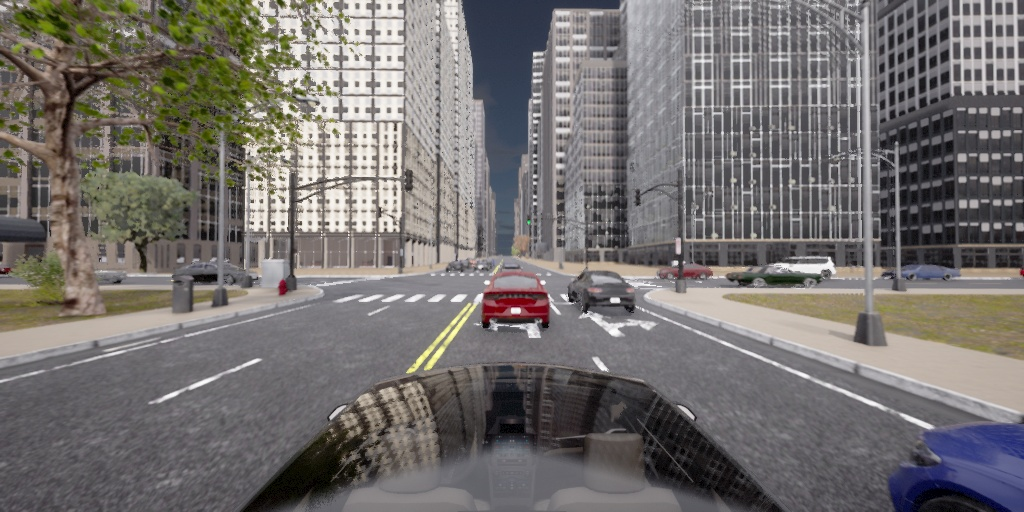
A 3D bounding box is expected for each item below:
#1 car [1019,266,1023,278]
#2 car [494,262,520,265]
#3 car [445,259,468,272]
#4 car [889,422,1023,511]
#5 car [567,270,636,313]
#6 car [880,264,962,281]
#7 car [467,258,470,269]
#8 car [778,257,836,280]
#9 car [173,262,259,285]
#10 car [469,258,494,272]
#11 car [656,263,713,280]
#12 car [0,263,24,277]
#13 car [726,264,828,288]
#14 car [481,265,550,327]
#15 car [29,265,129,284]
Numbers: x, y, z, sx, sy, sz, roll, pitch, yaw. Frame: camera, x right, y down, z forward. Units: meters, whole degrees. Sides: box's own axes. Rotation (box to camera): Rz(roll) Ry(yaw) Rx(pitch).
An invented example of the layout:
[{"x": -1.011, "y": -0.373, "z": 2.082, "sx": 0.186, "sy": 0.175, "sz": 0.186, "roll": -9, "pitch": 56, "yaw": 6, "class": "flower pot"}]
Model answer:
[{"x": 47.833, "y": 1.096, "z": 30.977, "sx": 5.566, "sy": 2.045, "sz": 2.150, "roll": 0, "pitch": -1, "yaw": 2, "class": "car"}, {"x": -0.115, "y": 1.262, "z": 29.035, "sx": 2.128, "sy": 1.511, "sz": 4.902, "roll": 0, "pitch": -1, "yaw": -1, "class": "car"}, {"x": -7.123, "y": 1.291, "z": 45.397, "sx": 1.994, "sy": 1.385, "sz": 4.181, "roll": 0, "pitch": 0, "yaw": 0, "class": "car"}, {"x": 3.348, "y": 1.275, "z": 0.312, "sx": 1.812, "sy": 1.442, "sz": 4.674, "roll": 0, "pitch": 0, "yaw": 0, "class": "car"}, {"x": 3.349, "y": 1.275, "z": 13.945, "sx": 1.812, "sy": 1.442, "sz": 4.674, "roll": 0, "pitch": 0, "yaw": 0, "class": "car"}, {"x": 35.717, "y": 1.411, "z": 31.365, "sx": 5.357, "sy": 1.411, "sz": 2.033, "roll": 0, "pitch": -1, "yaw": 1, "class": "car"}, {"x": -7.242, "y": 1.211, "z": 54.214, "sx": 2.128, "sy": 1.511, "sz": 4.902, "roll": 0, "pitch": 0, "yaw": -1, "class": "car"}, {"x": 25.246, "y": 1.073, "z": 31.658, "sx": 5.566, "sy": 2.045, "sz": 2.150, "roll": 0, "pitch": -1, "yaw": 1, "class": "car"}, {"x": -19.286, "y": 1.142, "z": 23.488, "sx": 4.902, "sy": 1.511, "sz": 2.128, "roll": 0, "pitch": -1, "yaw": 2, "class": "car"}, {"x": -3.890, "y": 1.218, "z": 46.814, "sx": 2.128, "sy": 1.511, "sz": 4.902, "roll": 0, "pitch": 0, "yaw": 0, "class": "car"}, {"x": 15.289, "y": 1.365, "z": 31.925, "sx": 4.674, "sy": 1.442, "sz": 1.812, "roll": 0, "pitch": -1, "yaw": 2, "class": "car"}, {"x": -49.973, "y": 1.348, "z": 34.281, "sx": 4.718, "sy": 1.301, "sz": 1.895, "roll": 0, "pitch": -1, "yaw": 2, "class": "car"}, {"x": 16.116, "y": 1.301, "z": 22.128, "sx": 4.718, "sy": 1.301, "sz": 1.895, "roll": 0, "pitch": -1, "yaw": 4, "class": "car"}, {"x": 0.098, "y": 1.227, "z": 11.572, "sx": 1.882, "sy": 1.535, "sz": 5.008, "roll": 0, "pitch": 0, "yaw": 0, "class": "car"}, {"x": -28.554, "y": 1.239, "z": 23.768, "sx": 4.718, "sy": 1.301, "sz": 1.895, "roll": 0, "pitch": -1, "yaw": 1, "class": "car"}]
